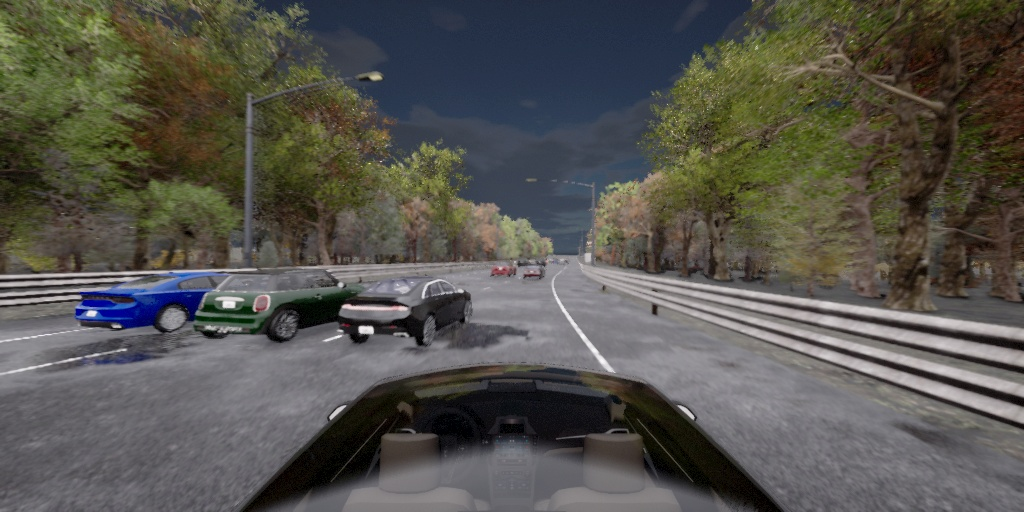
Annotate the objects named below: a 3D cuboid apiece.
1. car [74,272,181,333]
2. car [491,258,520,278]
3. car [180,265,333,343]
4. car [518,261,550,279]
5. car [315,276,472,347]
[{"bbox_3d":[-9.367,1.213,10.798,1.882,1.535,5.008,0,0,10],"label":"car"},{"bbox_3d":[-0.810,1.353,38.702,2.097,1.767,4.553,0,0,10],"label":"car"},{"bbox_3d":[-5.935,1.121,10.087,2.097,1.767,4.553,1,0,10],"label":"car"},{"bbox_3d":[2.294,1.560,36.192,2.033,1.411,5.357,0,0,10],"label":"car"},{"bbox_3d":[-2.482,1.287,9.552,2.128,1.511,4.902,0,0,10],"label":"car"}]
